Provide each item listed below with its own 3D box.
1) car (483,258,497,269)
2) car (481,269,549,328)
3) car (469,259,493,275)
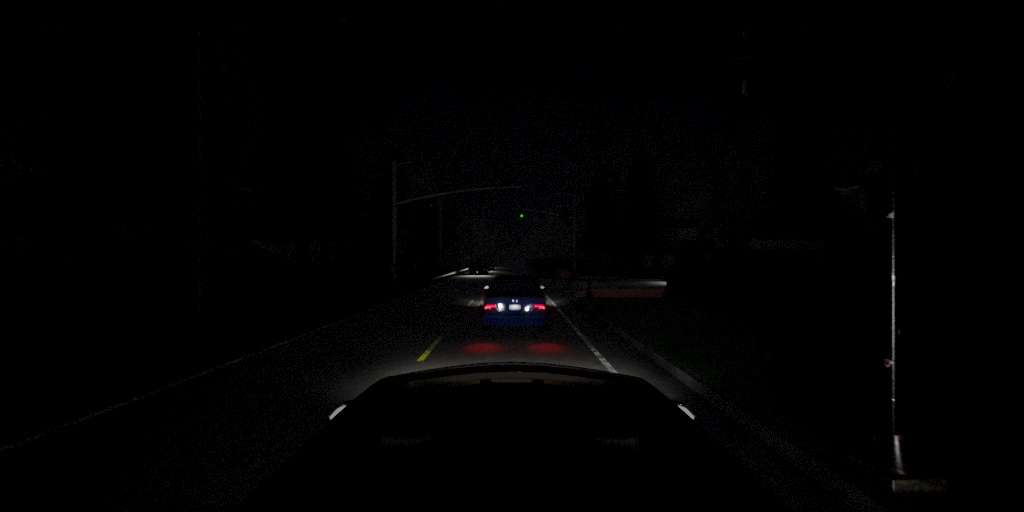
[{"bbox_3d":[-3.632,1.116,49.870,2.097,1.767,4.553,0,0,0],"label":"car"},{"bbox_3d":[0.076,1.300,11.290,2.033,1.411,5.357,0,0,0],"label":"car"},{"bbox_3d":[-3.624,1.308,40.024,2.033,1.411,5.357,0,0,0],"label":"car"}]
